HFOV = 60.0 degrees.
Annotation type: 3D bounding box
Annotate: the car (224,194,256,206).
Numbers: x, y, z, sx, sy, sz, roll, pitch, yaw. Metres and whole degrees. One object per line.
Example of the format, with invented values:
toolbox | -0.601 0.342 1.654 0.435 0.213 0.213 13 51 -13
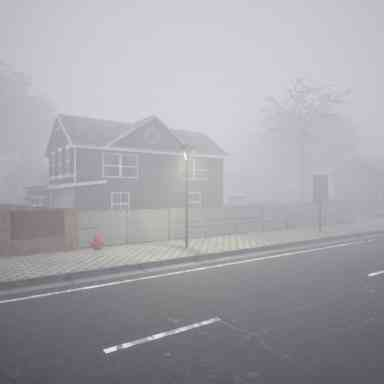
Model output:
car | 6.527 1.270 43.241 2.150 2.045 5.566 0 0 -35
